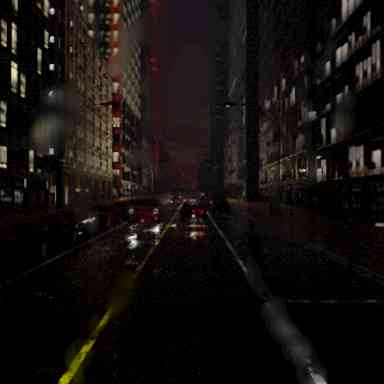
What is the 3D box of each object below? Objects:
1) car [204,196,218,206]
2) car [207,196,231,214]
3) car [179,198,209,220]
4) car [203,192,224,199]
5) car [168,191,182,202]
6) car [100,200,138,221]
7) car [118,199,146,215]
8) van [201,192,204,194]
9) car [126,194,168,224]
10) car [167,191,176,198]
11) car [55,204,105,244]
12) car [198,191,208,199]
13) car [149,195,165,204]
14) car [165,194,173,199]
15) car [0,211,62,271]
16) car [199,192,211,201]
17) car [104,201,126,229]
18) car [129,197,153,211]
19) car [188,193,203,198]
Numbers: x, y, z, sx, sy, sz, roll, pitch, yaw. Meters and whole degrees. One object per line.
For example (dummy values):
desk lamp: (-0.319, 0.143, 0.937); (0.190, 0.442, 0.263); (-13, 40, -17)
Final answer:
car: (2.713, 1.283, 48.727); (1.802, 1.307, 4.206); (1, 0, 0)
car: (2.710, 1.347, 31.996); (1.887, 1.381, 4.507); (1, 0, 0)
car: (0.106, 1.437, 26.400); (1.895, 1.301, 4.718); (0, 0, 0)
car: (2.716, 1.084, 37.572); (2.192, 1.841, 5.009); (1, 0, 0)
car: (-3.002, 0.961, 64.404); (2.097, 1.767, 4.553); (0, 0, 0)
car: (-5.671, 1.389, 26.341); (2.008, 1.369, 4.403); (1, 0, 0)
car: (-5.670, 1.370, 31.916); (1.947, 1.339, 4.313); (1, 0, 0)
van: (2.719, 1.008, 54.303); (1.690, 1.788, 3.998); (1, 0, 0)
car: (-3.094, 1.209, 23.134); (2.097, 1.767, 4.553); (0, 0, 0)
car: (-5.654, 0.751, 93.240); (2.192, 1.841, 5.009); (1, 0, 0)
car: (-5.673, 1.457, 15.191); (2.008, 1.369, 4.403); (1, 0, 0)
car: (2.724, 0.815, 82.189); (2.192, 1.841, 5.009); (1, 0, 0)
car: (-5.666, 1.219, 54.216); (2.008, 1.369, 4.403); (1, 0, 0)
car: (-5.661, 1.084, 82.092); (1.802, 1.307, 4.206); (1, 0, 0)
car: (-5.674, 1.485, 9.615); (1.887, 1.381, 4.507); (1, 0, 0)
car: (2.722, 0.882, 71.034); (2.192, 1.841, 5.009); (1, 0, 0)
car: (-5.672, 1.417, 20.766); (1.887, 1.381, 4.507); (1, 0, 0)
car: (-5.669, 1.315, 37.491); (1.887, 1.381, 4.507); (1, 0, 0)
car: (0.109, 1.253, 44.415); (1.812, 1.442, 4.674); (0, 0, 0)
